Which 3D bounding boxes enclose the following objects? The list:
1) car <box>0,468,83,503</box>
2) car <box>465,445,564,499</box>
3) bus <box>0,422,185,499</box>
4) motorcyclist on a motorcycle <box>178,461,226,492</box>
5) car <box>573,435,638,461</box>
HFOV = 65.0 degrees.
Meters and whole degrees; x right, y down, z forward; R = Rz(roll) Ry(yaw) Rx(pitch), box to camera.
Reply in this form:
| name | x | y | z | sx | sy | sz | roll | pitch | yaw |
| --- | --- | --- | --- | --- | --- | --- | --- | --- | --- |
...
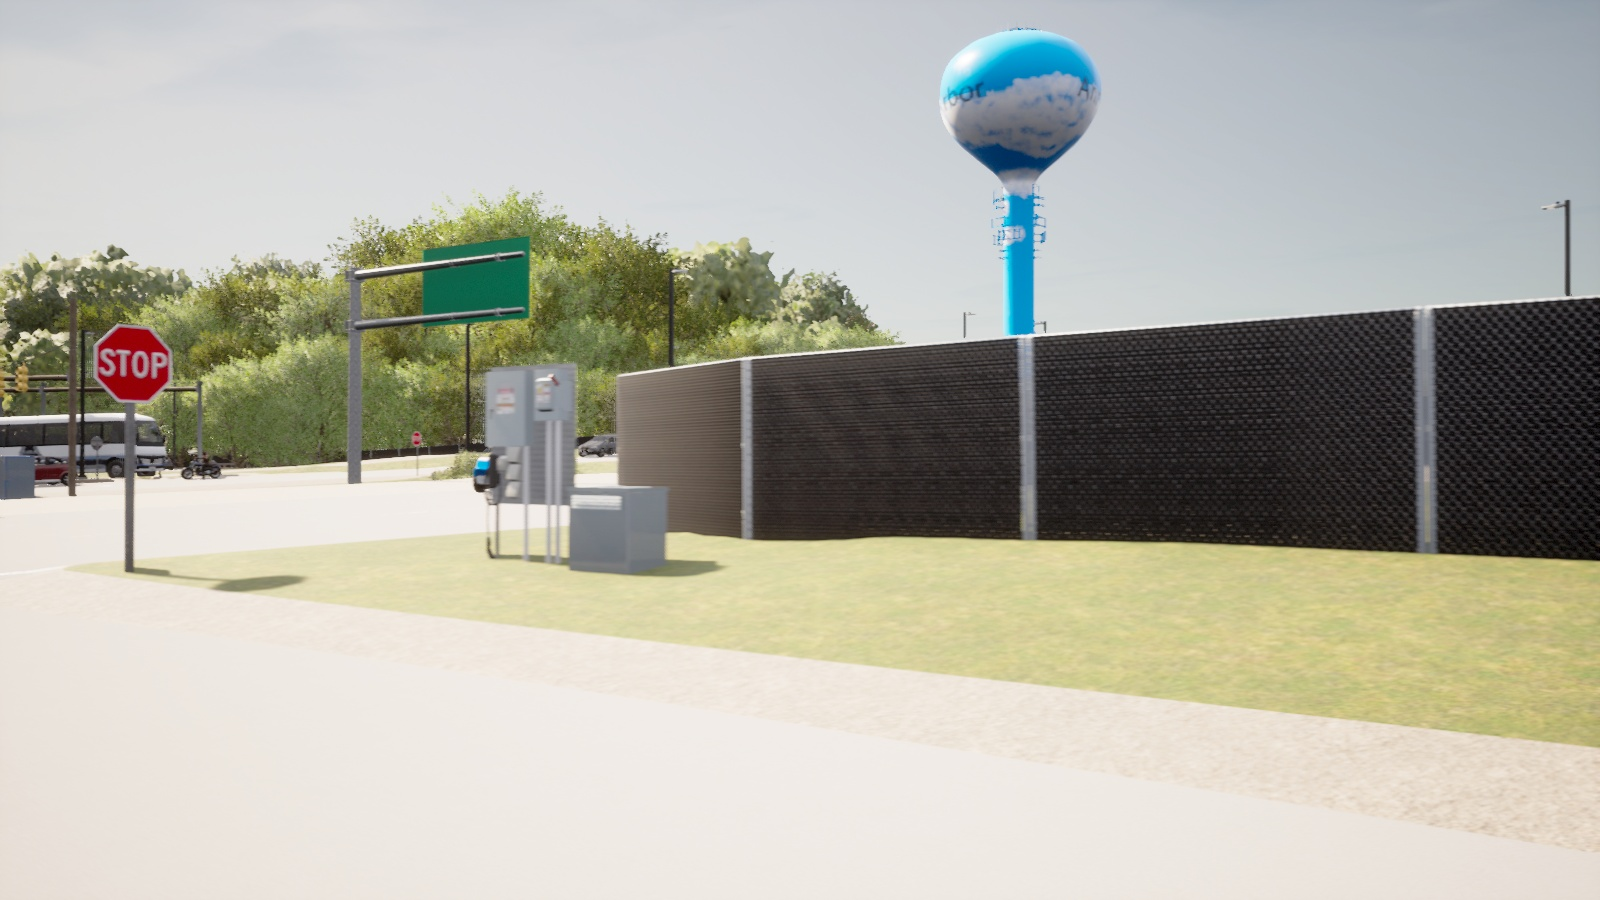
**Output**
| name | x | y | z | sx | sy | sz | roll | pitch | yaw |
| --- | --- | --- | --- | --- | --- | --- | --- | --- | --- |
| car | -38.825 | 1.799 | 63.784 | 1.789 | 1.549 | 3.705 | -1 | 1 | 33 |
| car | -7.898 | 0.586 | 34.831 | 1.481 | 1.376 | 2.207 | -1 | 1 | 34 |
| bus | -44.739 | 0.670 | 79.051 | 10.273 | 4.253 | 3.944 | -3 | -1 | 8 |
| motorcyclist on a motorcycle | -33.903 | 1.476 | 71.225 | 0.766 | 1.649 | 2.350 | -1 | 1 | 35 |
| car | -14.923 | -0.156 | 96.536 | 2.242 | 1.667 | 4.611 | -1 | 3 | 35 |
